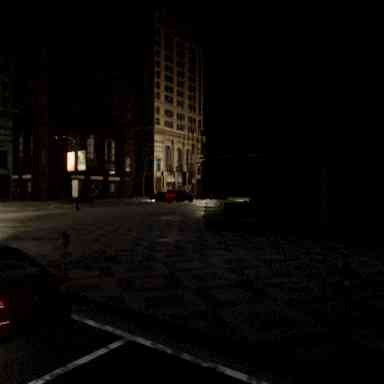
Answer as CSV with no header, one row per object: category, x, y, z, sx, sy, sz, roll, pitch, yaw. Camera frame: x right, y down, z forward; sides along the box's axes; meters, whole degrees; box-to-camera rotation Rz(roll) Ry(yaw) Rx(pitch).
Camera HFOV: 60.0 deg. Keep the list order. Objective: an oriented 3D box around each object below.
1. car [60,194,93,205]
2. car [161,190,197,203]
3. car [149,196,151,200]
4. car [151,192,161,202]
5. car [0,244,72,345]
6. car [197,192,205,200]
car,-17.160,1.010,49.595,1.882,1.535,5.008,0,1,36
car,-2.014,0.649,53.845,2.150,2.045,5.566,0,0,36
car,-6.410,0.912,64.545,1.994,1.385,4.181,0,1,35
car,-4.179,0.758,56.391,2.097,1.767,4.553,0,1,36
car,-3.806,1.581,5.788,4.206,1.307,1.802,0,0,35
car,2.267,0.742,65.526,1.882,1.535,5.008,0,1,35
